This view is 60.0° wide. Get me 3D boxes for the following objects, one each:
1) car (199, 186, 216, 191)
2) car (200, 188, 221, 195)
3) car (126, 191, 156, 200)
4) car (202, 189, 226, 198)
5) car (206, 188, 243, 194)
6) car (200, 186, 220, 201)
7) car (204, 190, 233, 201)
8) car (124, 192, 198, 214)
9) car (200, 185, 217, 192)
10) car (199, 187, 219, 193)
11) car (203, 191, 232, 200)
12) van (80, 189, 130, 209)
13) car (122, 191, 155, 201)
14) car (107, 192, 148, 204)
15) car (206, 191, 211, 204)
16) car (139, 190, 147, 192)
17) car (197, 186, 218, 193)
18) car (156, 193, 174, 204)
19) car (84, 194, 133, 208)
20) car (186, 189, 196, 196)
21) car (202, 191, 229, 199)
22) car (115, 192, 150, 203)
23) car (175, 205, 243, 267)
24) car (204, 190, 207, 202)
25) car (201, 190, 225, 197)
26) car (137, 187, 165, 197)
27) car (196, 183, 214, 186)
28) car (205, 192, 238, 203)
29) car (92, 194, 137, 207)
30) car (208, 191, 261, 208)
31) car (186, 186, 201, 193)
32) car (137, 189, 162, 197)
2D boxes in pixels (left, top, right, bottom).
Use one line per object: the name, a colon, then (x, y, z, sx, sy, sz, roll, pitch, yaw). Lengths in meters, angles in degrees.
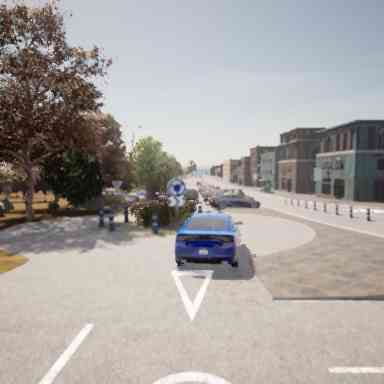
car: (4.330, -0.962, 93.874, 4.892, 1.521, 2.231, 0, 3, 0)
car: (4.350, -0.090, 77.195, 4.792, 1.488, 2.163, 0, 3, 0)
car: (-8.771, 0.612, 57.660, 4.892, 1.521, 2.231, 0, 1, 0)
car: (4.279, 0.223, 66.046, 4.553, 1.767, 2.185, 0, 2, 0)
car: (4.254, 0.769, 38.189, 4.553, 1.767, 2.185, 0, 0, 0)
car: (4.261, 0.613, 43.761, 5.566, 2.045, 2.435, 0, 1, 0)
car: (4.332, 0.555, 54.909, 4.553, 1.767, 2.185, 0, 1, 0)
car: (-2.183, 1.013, 24.947, 5.008, 1.535, 1.882, 0, 1, 7)
car: (4.365, -0.941, 90.963, 4.553, 1.767, 2.185, 0, 3, 0)
car: (4.334, -0.539, 85.535, 5.008, 1.535, 2.097, 0, 3, 0)
car: (4.332, 0.639, 57.700, 4.792, 1.488, 2.163, 0, 2, 0)
van: (-8.674, 0.677, 32.549, 4.442, 1.987, 1.878, 1, 0, 0)
car: (-8.774, 0.684, 54.743, 5.008, 1.535, 2.097, 0, 1, 0)
car: (-8.973, 0.832, 46.507, 5.366, 1.575, 1.946, 0, 1, 0)
car: (4.253, 0.928, 35.404, 4.792, 1.488, 2.163, 0, 0, 0)
car: (-8.975, 0.861, 43.712, 5.366, 1.575, 1.946, 0, 1, 0)
car: (4.146, -0.683, 88.315, 5.366, 1.575, 1.946, 0, 3, 0)
car: (-3.835, 0.880, 48.093, 2.033, 1.411, 5.357, 0, 1, 0)
car: (-8.800, 0.938, 35.223, 4.674, 1.452, 2.002, 0, 0, 0)
car: (-0.222, 0.093, 73.856, 2.033, 1.411, 5.357, 0, 3, 0)
car: (4.276, 0.561, 60.486, 4.792, 1.488, 2.163, 0, 2, 0)
car: (-8.756, 0.827, 49.163, 4.792, 1.488, 2.163, 0, 1, 0)
car: (0.713, 1.464, 11.612, 1.882, 1.535, 5.008, 0, 1, 9)
car: (4.293, 0.884, 40.969, 5.008, 1.535, 2.097, 0, 1, 0)
car: (4.311, 0.284, 68.838, 4.674, 1.452, 2.002, 0, 2, 0)
car: (-8.793, -0.113, 71.455, 5.566, 2.045, 2.435, 0, 2, 0)
car: (4.298, -0.648, 82.743, 5.566, 2.045, 2.435, 0, 3, 0)
car: (4.324, 0.824, 49.332, 4.792, 1.488, 2.163, 0, 1, 0)
car: (-8.798, 0.935, 38.008, 4.674, 1.452, 2.002, 0, 0, 0)
car: (4.309, 0.931, 32.620, 4.792, 1.488, 2.163, 0, 0, 0)
car: (-0.155, 0.545, 48.711, 2.150, 2.045, 5.566, 0, 1, 0)
car: (-8.772, 0.250, 68.678, 5.008, 1.535, 2.097, 0, 2, 0)
